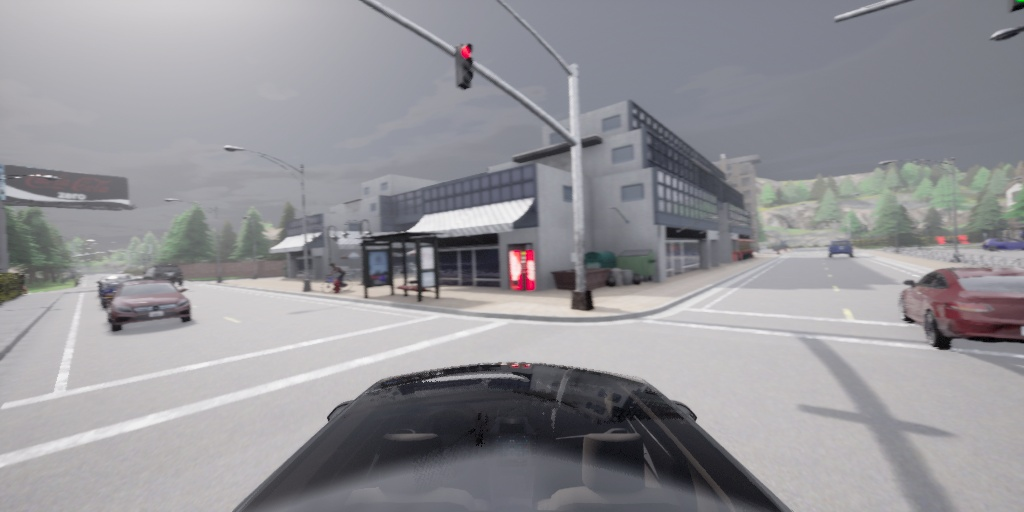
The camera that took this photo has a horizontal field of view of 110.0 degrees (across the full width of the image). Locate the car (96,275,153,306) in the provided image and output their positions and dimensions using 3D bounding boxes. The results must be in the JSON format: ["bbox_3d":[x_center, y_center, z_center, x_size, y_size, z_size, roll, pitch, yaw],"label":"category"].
[{"bbox_3d":[-20.444,1.923,19.062,4.718,1.301,1.895,-2,1,40],"label":"car"}]

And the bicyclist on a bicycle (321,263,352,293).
[{"bbox_3d":[-9.636,1.186,19.695,0.582,1.620,1.656,-2,1,40],"label":"bicyclist on a bicycle"}]

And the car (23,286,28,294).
[{"bbox_3d":[-44.751,2.731,30.309,2.097,1.767,4.553,-2,1,37],"label":"car"}]

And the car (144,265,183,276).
[{"bbox_3d":[-33.488,2.008,34.385,5.566,2.045,2.150,-5,-1,36],"label":"car"}]

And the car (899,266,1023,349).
[{"bbox_3d":[9.299,0.917,7.094,1.812,1.442,4.674,-2,0,40],"label":"car"}]

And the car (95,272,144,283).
[{"bbox_3d":[-28.417,2.078,25.851,4.902,1.511,2.128,-2,1,41],"label":"car"}]

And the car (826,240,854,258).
[{"bbox_3d":[39.206,-0.848,42.852,2.150,2.045,5.566,-2,1,40],"label":"car"}]

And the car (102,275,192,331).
[{"bbox_3d":[-12.800,1.594,12.585,4.674,1.442,1.812,-2,1,40],"label":"car"}]
